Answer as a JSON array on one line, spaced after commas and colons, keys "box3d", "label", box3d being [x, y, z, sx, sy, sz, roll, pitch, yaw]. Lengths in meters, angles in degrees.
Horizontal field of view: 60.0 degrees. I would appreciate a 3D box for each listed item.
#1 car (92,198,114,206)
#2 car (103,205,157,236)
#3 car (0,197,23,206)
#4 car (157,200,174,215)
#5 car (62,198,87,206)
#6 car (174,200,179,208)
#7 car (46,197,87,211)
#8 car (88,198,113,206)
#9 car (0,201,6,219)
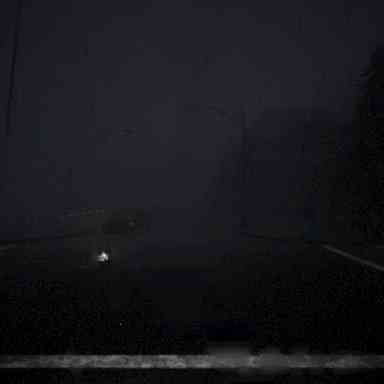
[{"box3d": [-17.956, 2.004, 67.171, 3.806, 1.475, 1.970, 0, -1, 0], "label": "car"}, {"box3d": [-3.737, 1.708, 20.127, 1.882, 1.535, 5.008, 0, -1, 6], "label": "car"}, {"box3d": [-35.017, 1.832, 63.901, 4.605, 1.855, 1.932, 0, -1, 0], "label": "car"}, {"box3d": [-3.480, 1.974, 39.717, 1.812, 1.442, 4.674, 0, -1, 0], "label": "car"}, {"box3d": [-25.003, 2.111, 70.836, 4.514, 1.523, 2.007, 0, -1, 0], "label": "car"}, {"box3d": [-3.468, 2.221, 63.627, 1.837, 1.490, 4.892, 0, -1, 0], "label": "car"}, {"box3d": [-17.229, 1.621, 45.056, 4.605, 1.855, 1.932, 0, -1, 0], "label": "car"}, {"box3d": [-17.635, 1.853, 60.755, 5.027, 1.636, 2.152, 0, -1, 0], "label": "car"}, {"box3d": [-17.373, 1.688, 26.471, 3.633, 1.501, 1.845, 0, -1, 0], "label": "car"}]
